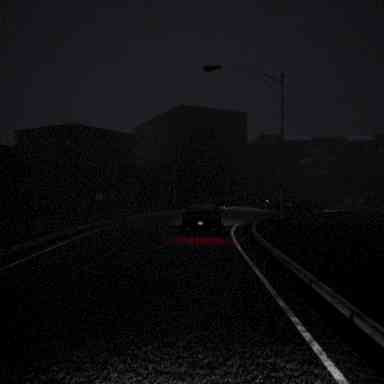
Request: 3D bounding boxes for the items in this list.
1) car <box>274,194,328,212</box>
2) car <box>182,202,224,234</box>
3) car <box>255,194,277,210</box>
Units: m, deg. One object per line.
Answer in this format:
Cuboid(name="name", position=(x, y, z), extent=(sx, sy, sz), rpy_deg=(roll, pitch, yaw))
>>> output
Cuboid(name="car", position=(11.231, 1.241, 33.479), extent=(5.357, 1.411, 2.033), rpy_deg=(1, 1, -29))
Cuboid(name="car", position=(0.645, 1.245, 17.616), extent=(1.882, 1.535, 5.008), rpy_deg=(0, 1, 6))
Cuboid(name="car", position=(9.122, 0.967, 36.240), extent=(4.553, 1.767, 2.097), rpy_deg=(0, 1, -28))
